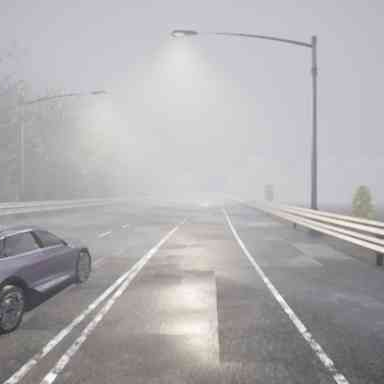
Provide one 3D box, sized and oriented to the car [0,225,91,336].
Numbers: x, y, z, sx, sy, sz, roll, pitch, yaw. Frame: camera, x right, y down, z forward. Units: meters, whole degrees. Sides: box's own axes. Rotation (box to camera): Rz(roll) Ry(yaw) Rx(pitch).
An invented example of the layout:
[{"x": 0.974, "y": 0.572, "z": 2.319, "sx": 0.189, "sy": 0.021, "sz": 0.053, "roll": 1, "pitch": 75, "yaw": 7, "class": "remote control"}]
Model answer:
[{"x": -3.699, "y": 1.441, "z": 6.721, "sx": 2.033, "sy": 1.649, "sz": 4.856, "roll": 0, "pitch": 0, "yaw": 4, "class": "car"}]
